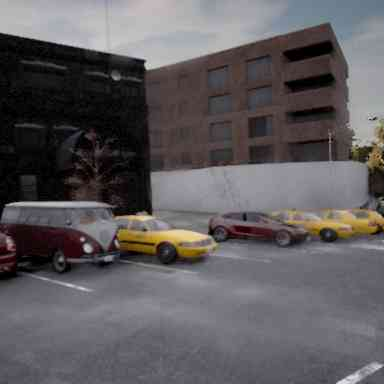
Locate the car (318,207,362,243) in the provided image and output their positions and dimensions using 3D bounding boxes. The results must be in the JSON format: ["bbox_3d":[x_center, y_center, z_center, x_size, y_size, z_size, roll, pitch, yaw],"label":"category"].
[{"bbox_3d":[5.648,1.653,17.429,5.366,1.575,1.946,-1,-2,34],"label":"car"}]

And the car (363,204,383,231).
[{"bbox_3d":[10.194,1.764,21.138,5.366,1.575,1.946,0,-1,34],"label":"car"}]

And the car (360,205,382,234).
[{"bbox_3d":[7.770,1.708,19.385,5.366,1.575,1.946,-1,-1,34],"label":"car"}]

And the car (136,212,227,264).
[{"bbox_3d":[-1.640,1.539,12.196,5.366,1.575,1.946,-1,-1,34],"label":"car"}]

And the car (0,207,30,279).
[{"bbox_3d":[-6.642,1.372,8.795,4.553,1.767,2.185,-1,-1,35],"label":"car"}]

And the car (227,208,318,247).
[{"bbox_3d":[3.094,1.644,15.771,4.792,1.488,2.163,-1,-2,34],"label":"car"}]

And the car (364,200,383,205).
[{"bbox_3d":[12.751,1.579,22.804,5.566,2.045,2.435,0,-1,34],"label":"car"}]

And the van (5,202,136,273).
[{"bbox_3d":[-4.131,1.289,10.496,4.442,1.987,1.878,-1,-1,35],"label":"van"}]
